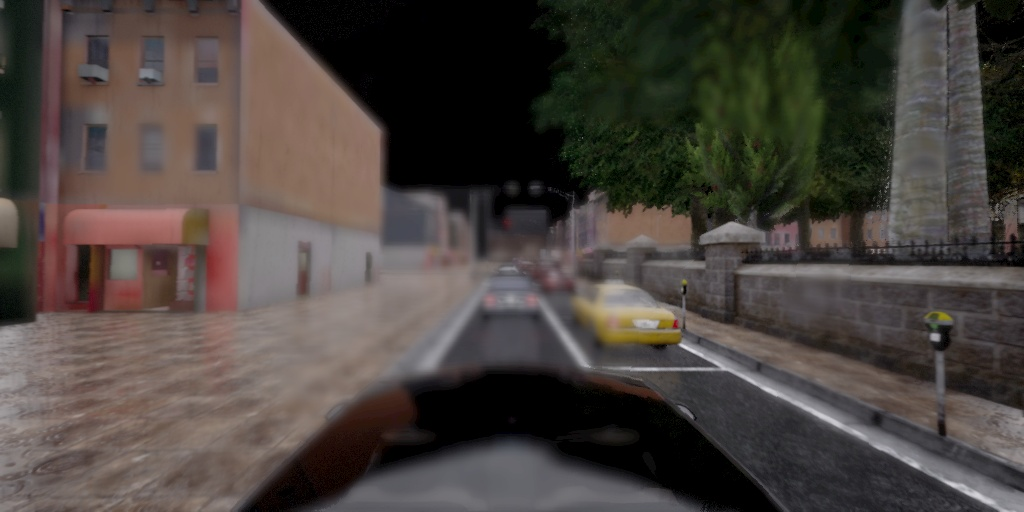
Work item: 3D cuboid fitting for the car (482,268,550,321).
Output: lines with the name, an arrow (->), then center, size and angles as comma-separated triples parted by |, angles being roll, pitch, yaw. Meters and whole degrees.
car -> -0.025, 1.335, 12.655 | 2.033, 1.411, 5.357 | 0, 0, 0

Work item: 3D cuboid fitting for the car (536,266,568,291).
car -> 2.503, 1.402, 20.040 | 1.802, 1.307, 4.207 | 0, 0, -1

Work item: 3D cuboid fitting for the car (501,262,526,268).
car -> -0.157, 1.364, 25.250 | 1.812, 1.442, 4.674 | 0, 0, 0

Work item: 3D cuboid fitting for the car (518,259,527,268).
car -> 2.219, 1.524, 51.916 | 1.888, 1.381, 4.507 | 0, 0, -1

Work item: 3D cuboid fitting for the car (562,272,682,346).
car -> 2.598, 1.304, 9.312 | 1.751, 1.417, 4.829 | 0, 0, -1

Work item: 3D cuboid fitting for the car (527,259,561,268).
car -> 2.454, 1.159, 25.488 | 2.192, 1.841, 5.009 | 0, 0, -1
